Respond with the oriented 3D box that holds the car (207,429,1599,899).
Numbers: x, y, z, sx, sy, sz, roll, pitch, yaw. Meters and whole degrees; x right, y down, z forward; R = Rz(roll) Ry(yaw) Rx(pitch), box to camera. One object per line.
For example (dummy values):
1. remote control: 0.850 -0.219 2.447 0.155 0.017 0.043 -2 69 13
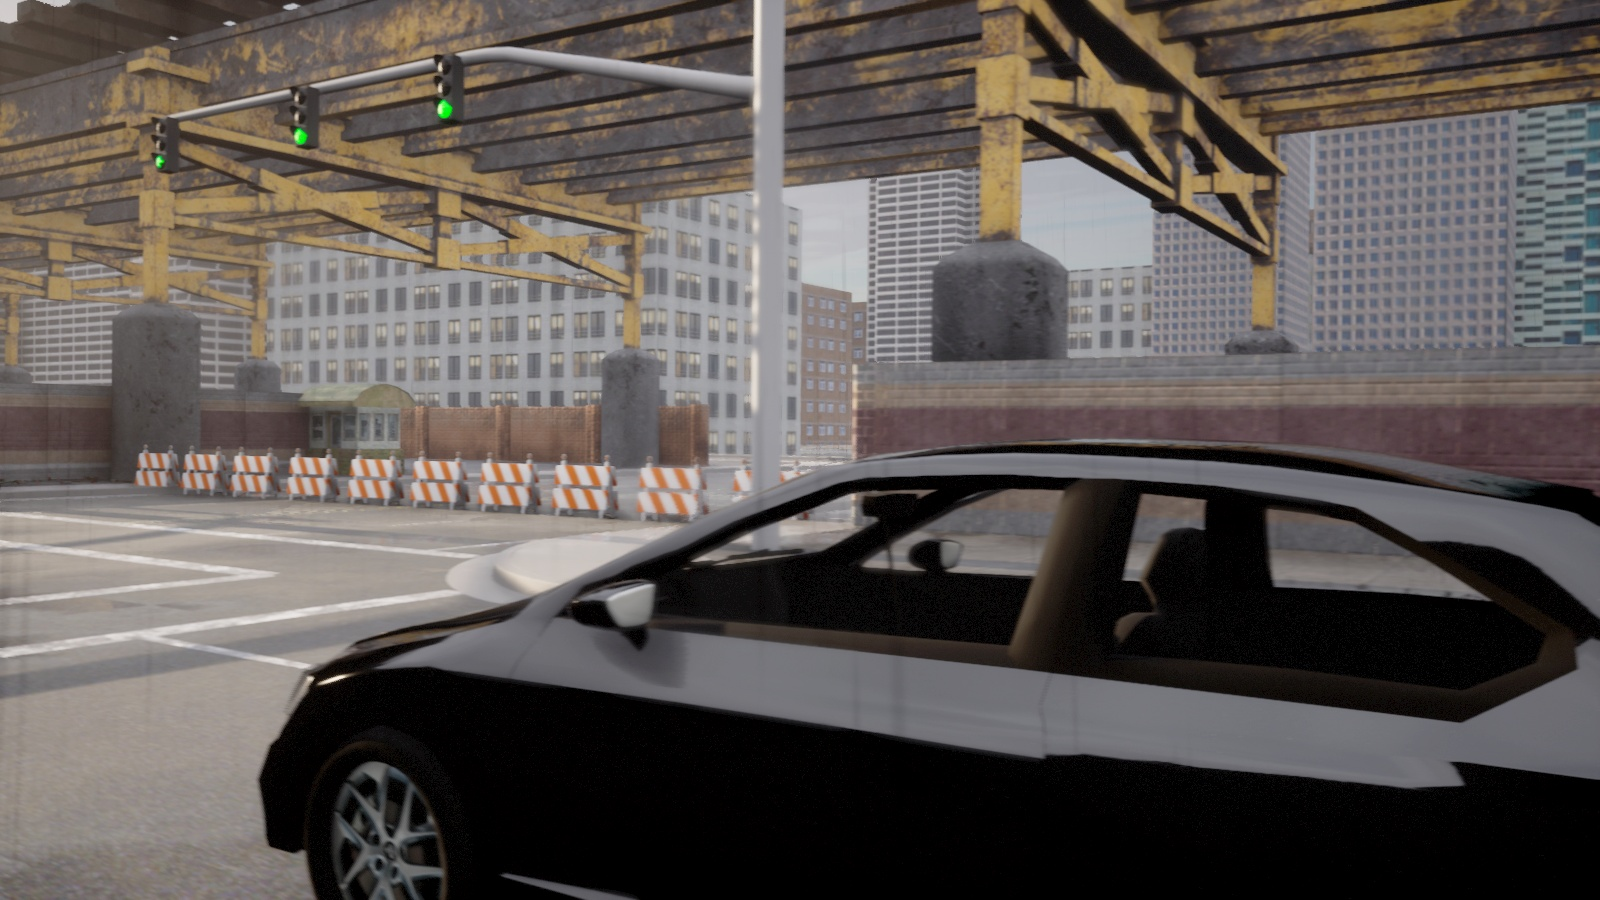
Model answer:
1. car: 0.519 0.695 3.278 4.193 1.474 1.816 0 1 34
